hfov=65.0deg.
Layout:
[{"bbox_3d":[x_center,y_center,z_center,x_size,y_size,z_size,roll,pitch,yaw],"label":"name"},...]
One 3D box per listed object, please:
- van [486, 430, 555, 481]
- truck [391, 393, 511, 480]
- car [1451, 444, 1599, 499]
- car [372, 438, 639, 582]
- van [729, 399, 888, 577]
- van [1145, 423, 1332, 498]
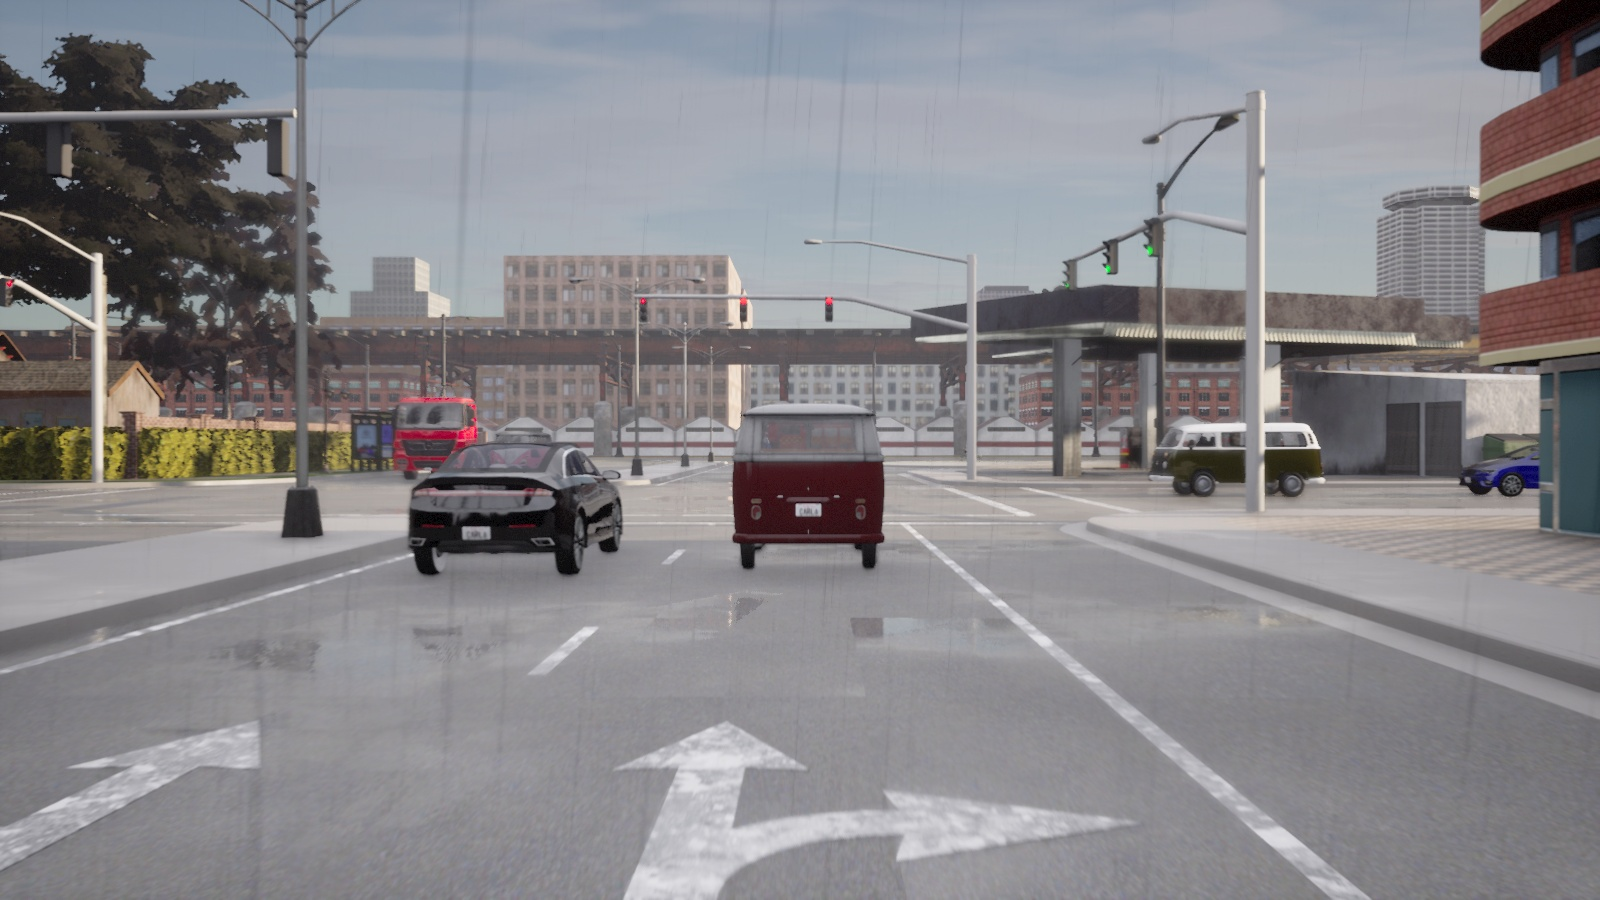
[{"bbox_3d":[-11.196,0.205,50.640,1.775,1.987,4.442,0,0,0],"label":"van"},{"bbox_3d":[-14.725,-0.549,53.634,2.891,3.462,7.936,0,0,0],"label":"truck"},{"bbox_3d":[20.730,0.579,35.015,4.193,1.474,1.816,0,0,-1],"label":"car"},{"bbox_3d":[-3.397,0.612,15.587,2.128,1.511,4.902,0,0,0],"label":"car"},{"bbox_3d":[0.108,0.408,16.240,1.775,1.987,4.442,0,0,0],"label":"van"},{"bbox_3d":[12.136,0.283,34.949,4.480,2.038,2.069,0,0,-1],"label":"van"}]
